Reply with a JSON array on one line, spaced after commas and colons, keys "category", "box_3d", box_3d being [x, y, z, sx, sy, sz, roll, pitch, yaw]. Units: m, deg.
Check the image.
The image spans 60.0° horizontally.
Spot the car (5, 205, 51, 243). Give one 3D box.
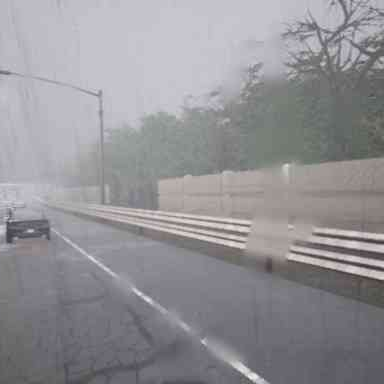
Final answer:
[{"category": "car", "box_3d": [-8.602, 1.655, 17.424, 1.882, 1.535, 5.008, -1, 0, -29]}]

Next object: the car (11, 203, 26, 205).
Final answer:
[{"category": "car", "box_3d": [-17.938, 1.851, 34.375, 2.128, 1.511, 4.902, -1, 0, -29]}]
